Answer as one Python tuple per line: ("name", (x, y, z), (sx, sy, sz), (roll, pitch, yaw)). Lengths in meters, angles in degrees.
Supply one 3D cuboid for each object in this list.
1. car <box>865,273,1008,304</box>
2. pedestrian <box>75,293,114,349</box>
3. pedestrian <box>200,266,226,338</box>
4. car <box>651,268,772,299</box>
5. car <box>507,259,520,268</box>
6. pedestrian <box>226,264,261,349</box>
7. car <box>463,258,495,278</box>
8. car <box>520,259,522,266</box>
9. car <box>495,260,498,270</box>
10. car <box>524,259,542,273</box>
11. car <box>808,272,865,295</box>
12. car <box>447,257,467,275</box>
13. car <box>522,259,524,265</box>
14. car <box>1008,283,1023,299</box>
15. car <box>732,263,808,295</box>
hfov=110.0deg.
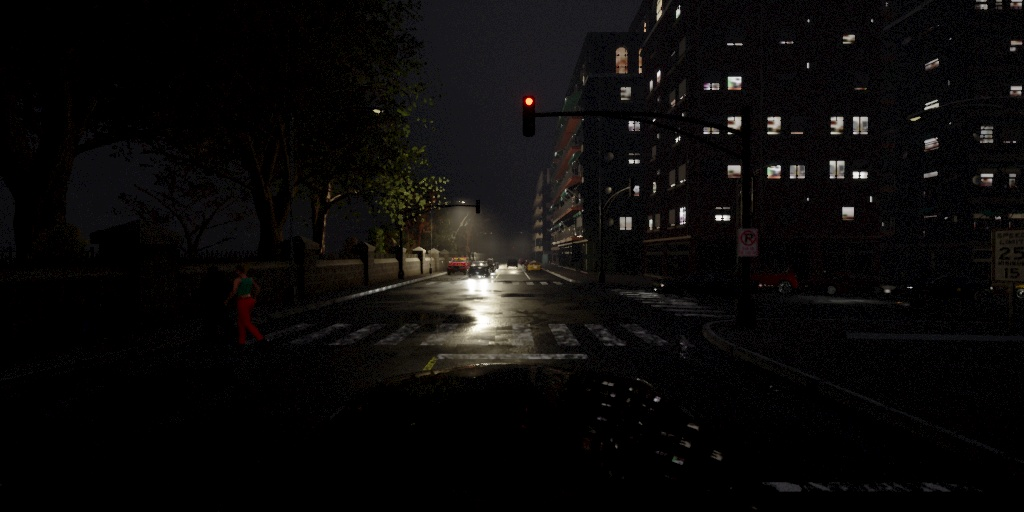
("car", (22.773, 1.672, 19.402), (4.902, 1.511, 2.128), (1, 0, 0))
("pedestrian", (-8.422, 0.891, 7.214), (0.375, 1.860, 0.375), (0, 0, 0))
("pedestrian", (-6.905, 1.044, 8.412), (0.375, 1.860, 0.375), (0, 0, 0))
("car", (10.551, 1.507, 19.541), (5.357, 1.411, 2.033), (1, 0, 4))
("car", (0.075, 1.249, 63.484), (1.882, 1.535, 5.008), (0, 0, 0))
("pedestrian", (-5.843, 1.043, 7.811), (0.375, 1.860, 0.375), (0, 0, 0))
("car", (-3.063, 1.245, 34.348), (2.128, 1.511, 4.902), (0, 0, 0))
("car", (2.754, 1.316, 55.187), (2.007, 1.370, 4.403), (0, 0, 0))
("car", (-3.044, 1.263, 44.387), (1.837, 1.490, 4.892), (0, 0, 0))
("car", (2.741, 1.283, 44.286), (1.751, 1.417, 4.829), (0, 0, 0))
("car", (20.316, 1.671, 21.992), (4.507, 1.381, 1.888), (0, 0, 0))
("car", (-5.646, 1.070, 38.590), (2.192, 1.841, 5.009), (0, 0, 0))
("car", (2.747, 1.307, 49.651), (1.888, 1.381, 4.507), (0, 0, 0))
("car", (31.538, 1.857, 22.013), (4.829, 1.417, 1.751), (0, 0, 0))
("car", (14.622, 1.338, 21.981), (5.009, 1.841, 2.192), (0, 0, 0))
